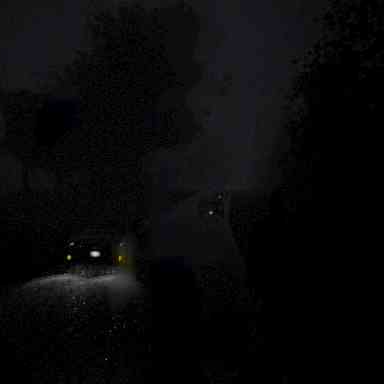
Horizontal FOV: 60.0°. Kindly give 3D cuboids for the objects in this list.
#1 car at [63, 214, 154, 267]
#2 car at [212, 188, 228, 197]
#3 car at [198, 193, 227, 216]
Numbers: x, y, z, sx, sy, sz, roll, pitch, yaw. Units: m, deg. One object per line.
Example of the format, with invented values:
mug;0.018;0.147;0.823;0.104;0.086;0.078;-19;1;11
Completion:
car;-2.489;1.438;10.866;1.994;1.385;4.181;1;1;3
car;3.635;0.176;42.791;1.895;1.301;4.718;0;3;7
car;1.552;1.061;25.521;1.895;1.301;4.718;0;2;6
